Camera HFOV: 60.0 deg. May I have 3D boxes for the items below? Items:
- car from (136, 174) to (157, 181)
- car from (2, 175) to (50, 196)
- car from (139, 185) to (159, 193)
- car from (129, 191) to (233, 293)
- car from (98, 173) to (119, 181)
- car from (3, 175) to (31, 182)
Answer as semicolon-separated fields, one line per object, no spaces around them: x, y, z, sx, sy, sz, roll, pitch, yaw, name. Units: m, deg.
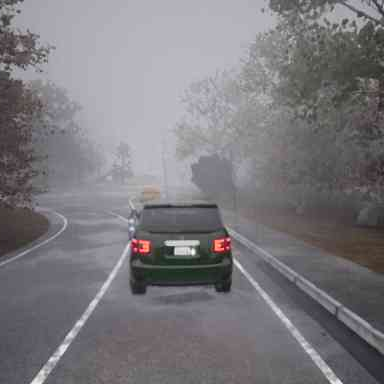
-10.320;-3.426;75.411;5.008;1.535;1.882;2;5;28;car
-19.561;-0.607;38.586;5.566;2.045;2.150;0;5;-2;car
-4.303;0.072;33.634;1.882;1.535;5.008;-1;5;-10;car
-0.345;1.137;8.860;2.150;2.045;5.566;0;1;-4;car
-18.822;-3.438;74.705;4.553;1.767;2.097;0;5;1;car
-35.285;-2.738;67.293;1.895;1.301;4.718;3;5;33;car
